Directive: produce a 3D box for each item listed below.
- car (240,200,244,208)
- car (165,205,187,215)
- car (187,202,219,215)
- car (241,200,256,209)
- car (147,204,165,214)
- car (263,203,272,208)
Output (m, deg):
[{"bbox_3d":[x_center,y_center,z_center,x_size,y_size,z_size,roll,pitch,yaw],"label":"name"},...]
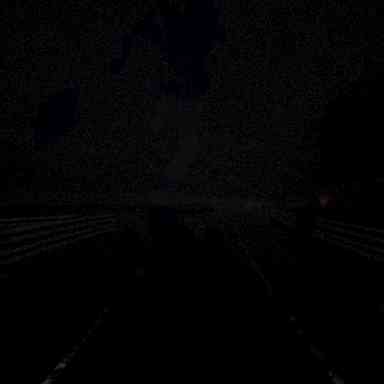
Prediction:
[{"bbox_3d":[14.463,3.547,90.406,2.128,1.511,4.902,0,-1,25],"label":"car"},{"bbox_3d":[-1.558,2.569,47.900,1.895,1.301,4.718,0,-1,25],"label":"car"},{"bbox_3d":[1.581,2.300,46.354,2.097,1.767,4.553,0,-1,25],"label":"car"},{"bbox_3d":[14.245,3.345,81.681,1.812,1.442,4.674,0,-1,25],"label":"car"},{"bbox_3d":[-4.735,2.464,49.368,1.882,1.535,5.008,0,-1,25],"label":"car"},{"bbox_3d":[19.296,3.499,84.217,1.895,1.301,4.718,0,-1,25],"label":"car"}]
